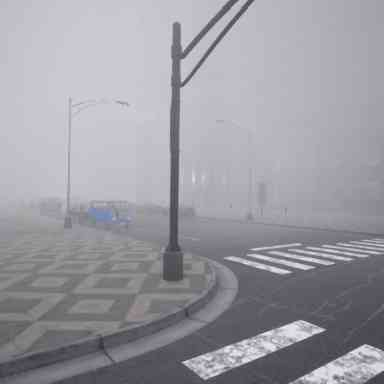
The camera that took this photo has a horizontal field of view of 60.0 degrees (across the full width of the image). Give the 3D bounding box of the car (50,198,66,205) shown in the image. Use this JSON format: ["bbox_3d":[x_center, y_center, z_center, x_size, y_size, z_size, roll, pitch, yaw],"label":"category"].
[{"bbox_3d":[-26.970,1.886,66.768,2.008,1.369,4.403,1,-1,-35],"label":"car"}]

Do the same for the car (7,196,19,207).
[{"bbox_3d":[-27.574,1.693,52.828,2.008,1.369,4.403,1,-1,-35],"label":"car"}]

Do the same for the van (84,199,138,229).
[{"bbox_3d":[-5.257,1.336,21.243,1.690,1.788,3.998,1,-1,-35],"label":"van"}]

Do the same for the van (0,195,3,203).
[{"bbox_3d":[-46.699,1.613,79.905,1.690,1.788,3.998,1,-1,-35],"label":"van"}]

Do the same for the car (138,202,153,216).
[{"bbox_3d":[-4.640,1.731,35.186,1.887,1.381,4.507,1,-1,-35],"label":"car"}]

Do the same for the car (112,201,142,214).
[{"bbox_3d":[-7.830,1.752,39.698,1.887,1.381,4.507,1,-1,-35],"label":"car"}]

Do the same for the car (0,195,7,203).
[{"bbox_3d":[-43.511,1.565,75.392,2.192,1.841,5.009,1,-1,-35],"label":"car"}]

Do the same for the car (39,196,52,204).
[{"bbox_3d":[-33.349,1.819,75.792,1.967,1.590,4.097,1,-1,-35],"label":"car"}]

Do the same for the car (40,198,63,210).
[{"bbox_3d":[-19.709,1.658,46.504,1.837,1.490,4.892,1,-1,-35],"label":"car"}]

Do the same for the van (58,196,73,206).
[{"bbox_3d":[-23.778,1.655,62.258,1.690,1.788,3.998,1,-1,-35],"label":"van"}]

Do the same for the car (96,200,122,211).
[{"bbox_3d":[-11.118,1.754,44.348,1.752,1.417,4.829,1,-1,-35],"label":"car"}]

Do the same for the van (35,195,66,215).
[{"bbox_3d":[-14.820,1.397,34.780,1.690,1.788,3.998,1,-1,-35],"label":"van"}]

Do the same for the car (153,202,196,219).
[{"bbox_3d":[-1.451,1.710,30.675,1.887,1.381,4.507,1,-1,-35],"label":"car"}]

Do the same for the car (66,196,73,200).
[{"bbox_3d":[-20.588,1.607,57.747,2.192,1.841,5.009,1,-1,-35],"label":"car"}]

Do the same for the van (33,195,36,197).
[{"bbox_3d":[-36.537,1.741,80.304,1.690,1.788,3.998,1,-1,-35],"label":"van"}]

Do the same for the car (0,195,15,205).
[{"bbox_3d":[-37.039,1.731,66.227,1.752,1.417,4.829,1,-1,-35],"label":"car"}]

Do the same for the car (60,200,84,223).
[{"bbox_3d":[-8.447,1.559,25.753,1.887,1.381,4.507,1,-1,-35],"label":"car"}]

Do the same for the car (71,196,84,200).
[{"bbox_3d":[-17.400,1.816,53.233,1.887,1.381,4.507,1,-1,-35],"label":"car"}]

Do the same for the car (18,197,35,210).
[{"bbox_3d":[-21.199,1.681,43.803,1.802,1.307,4.206,1,-1,-35],"label":"car"}]
